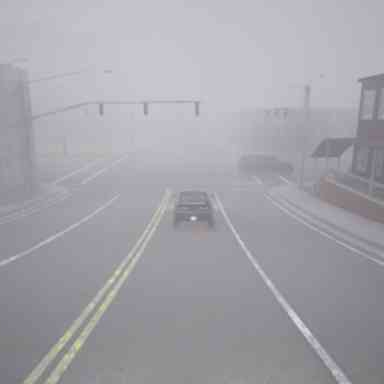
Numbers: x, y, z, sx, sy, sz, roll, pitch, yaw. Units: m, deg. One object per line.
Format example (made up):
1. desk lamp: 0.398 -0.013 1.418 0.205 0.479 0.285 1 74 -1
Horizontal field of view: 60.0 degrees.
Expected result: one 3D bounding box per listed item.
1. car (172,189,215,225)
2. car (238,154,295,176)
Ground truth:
1. car: 0.064 0.593 16.512 1.837 1.490 4.892 0 7 0
2. car: 7.360 -2.761 33.104 5.566 2.045 2.150 -2 12 -7
